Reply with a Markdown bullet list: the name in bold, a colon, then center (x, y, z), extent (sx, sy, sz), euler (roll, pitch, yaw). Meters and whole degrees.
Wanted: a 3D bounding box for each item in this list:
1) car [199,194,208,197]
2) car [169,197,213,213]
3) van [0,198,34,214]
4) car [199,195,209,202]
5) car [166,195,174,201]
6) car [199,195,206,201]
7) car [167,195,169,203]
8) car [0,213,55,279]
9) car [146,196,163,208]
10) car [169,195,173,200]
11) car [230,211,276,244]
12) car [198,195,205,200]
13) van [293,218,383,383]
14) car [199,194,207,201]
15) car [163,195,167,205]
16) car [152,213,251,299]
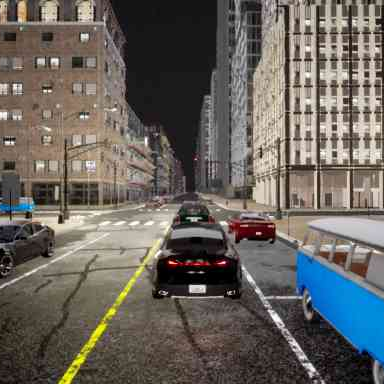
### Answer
- **car**: center (2.700, 1.531, 59.452), extent (2.008, 1.369, 4.403), euler (1, 0, 0)
- **car**: center (0.070, 1.352, 17.526), extent (2.097, 1.767, 4.553), euler (0, 0, -1)
- **van**: center (-19.737, 1.525, 37.021), extent (3.998, 1.788, 1.690), euler (0, 0, 1)
- **car**: center (2.701, 1.513, 76.406), extent (2.008, 1.369, 4.403), euler (1, 0, 0)
- **car**: center (-5.679, 1.475, 87.542), extent (1.752, 1.417, 4.829), euler (1, 0, 0)
- **car**: center (2.701, 1.475, 87.880), extent (1.752, 1.417, 4.829), euler (1, 0, 0)
- **car**: center (-5.680, 1.562, 59.454), extent (1.802, 1.307, 4.206), euler (1, 0, 0)
- **car**: center (-5.682, 1.567, 10.135), extent (1.947, 1.339, 4.313), euler (1, 0, 0)
- **car**: center (-5.681, 1.573, 48.150), extent (1.802, 1.307, 4.206), euler (1, 0, 0)
- **car**: center (-5.680, 1.519, 70.756), extent (2.008, 1.369, 4.403), euler (1, 0, 0)
- **car**: center (2.698, 1.545, 15.706), extent (1.887, 1.381, 4.507), euler (1, 0, 0)
- **car**: center (2.700, 1.524, 93.362), extent (1.802, 1.307, 4.206), euler (1, 0, 0)
- **van**: center (2.701, 1.342, 4.553), extent (1.690, 1.788, 3.998), euler (1, 0, 0)
- **car**: center (2.702, 1.396, 82.059), extent (1.967, 1.590, 4.097), euler (1, 0, 0)
- **car**: center (-5.678, 1.426, 53.803), extent (1.967, 1.590, 4.097), euler (1, 0, 0)
- **car**: center (0.101, 1.506, 8.433), extent (1.837, 1.490, 4.892), euler (0, 0, 0)
